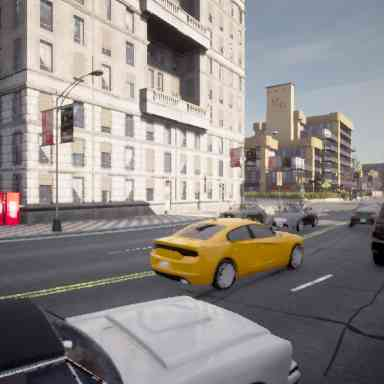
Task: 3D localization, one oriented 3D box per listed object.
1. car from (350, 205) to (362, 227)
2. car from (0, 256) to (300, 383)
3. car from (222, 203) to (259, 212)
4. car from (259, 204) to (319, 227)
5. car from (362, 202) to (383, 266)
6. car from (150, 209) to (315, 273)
[{"bbox_3d":[11.570,1.516,21.614,1.812,1.442,4.674,0,0,37],"label":"car"},{"bbox_3d":[-1.303,1.599,2.574,4.718,1.301,1.895,0,0,-36],"label":"car"},{"bbox_3d":[3.489,1.456,22.504,1.994,1.385,4.181,0,0,36],"label":"car"},{"bbox_3d":[6.313,1.492,20.437,2.128,1.511,4.902,0,0,36],"label":"car"},{"bbox_3d":[7.480,1.216,10.726,2.150,2.045,5.566,0,0,41],"label":"car"},{"bbox_3d":[1.199,1.471,9.175,5.008,1.535,1.882,0,0,-42],"label":"car"}]
